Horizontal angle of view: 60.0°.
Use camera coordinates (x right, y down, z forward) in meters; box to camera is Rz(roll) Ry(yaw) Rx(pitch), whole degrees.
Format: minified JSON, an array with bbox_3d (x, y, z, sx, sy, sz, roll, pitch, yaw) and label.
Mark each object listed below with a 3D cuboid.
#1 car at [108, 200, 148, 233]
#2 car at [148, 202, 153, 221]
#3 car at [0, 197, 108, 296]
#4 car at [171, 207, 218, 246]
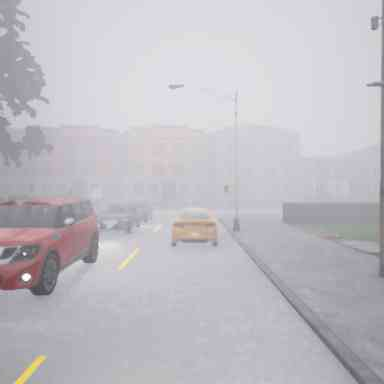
[{"bbox_3d":[-4.060,1.420,18.954,2.128,1.511,4.902,0,0,0],"label":"car"},{"bbox_3d":[-3.997,1.419,24.836,1.837,1.490,4.892,0,0,0],"label":"car"},{"bbox_3d":[-4.098,1.188,8.906,2.150,2.045,5.566,0,0,0],"label":"car"},{"bbox_3d":[0.106,1.421,14.930,1.882,1.535,5.008,0,0,0],"label":"car"}]
